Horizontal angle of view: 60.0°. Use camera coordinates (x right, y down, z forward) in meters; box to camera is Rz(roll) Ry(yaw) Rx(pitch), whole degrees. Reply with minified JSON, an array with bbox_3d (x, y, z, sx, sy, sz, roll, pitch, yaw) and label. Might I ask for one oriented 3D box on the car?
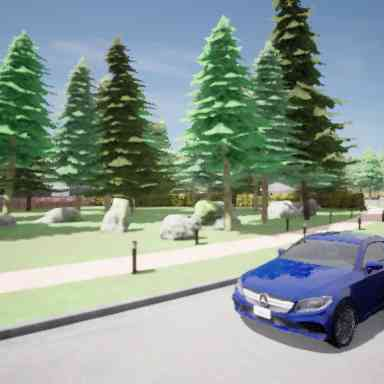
[{"bbox_3d":[2.831,1.540,6.488,4.674,1.442,1.812,0,0,-40],"label":"car"}]
